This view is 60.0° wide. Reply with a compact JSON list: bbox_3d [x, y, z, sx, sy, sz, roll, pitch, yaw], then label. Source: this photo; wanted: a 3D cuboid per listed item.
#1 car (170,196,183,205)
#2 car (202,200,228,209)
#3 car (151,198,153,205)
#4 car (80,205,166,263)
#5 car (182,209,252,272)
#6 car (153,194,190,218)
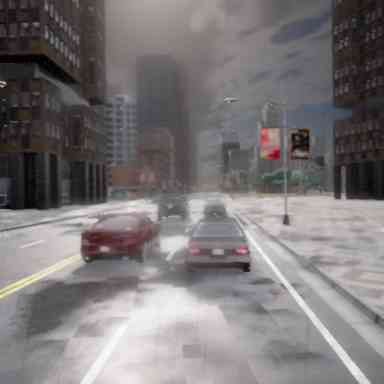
[{"bbox_3d":[-2.684,1.426,58.605,1.812,1.442,4.674,-1,0,4],"label":"car"},{"bbox_3d":[1.945,1.419,27.837,1.837,1.490,4.892,-1,0,4],"label":"car"},{"bbox_3d":[-5.929,1.443,58.818,1.837,1.490,4.892,-1,0,4],"label":"car"},{"bbox_3d":[-2.335,1.481,12.023,1.882,1.535,5.008,-1,0,4],"label":"car"},{"bbox_3d":[0.824,1.515,10.683,2.033,1.411,5.357,-1,0,4],"label":"car"},{"bbox_3d":[-1.392,1.180,26.833,2.150,2.045,5.566,-1,0,4],"label":"car"}]
